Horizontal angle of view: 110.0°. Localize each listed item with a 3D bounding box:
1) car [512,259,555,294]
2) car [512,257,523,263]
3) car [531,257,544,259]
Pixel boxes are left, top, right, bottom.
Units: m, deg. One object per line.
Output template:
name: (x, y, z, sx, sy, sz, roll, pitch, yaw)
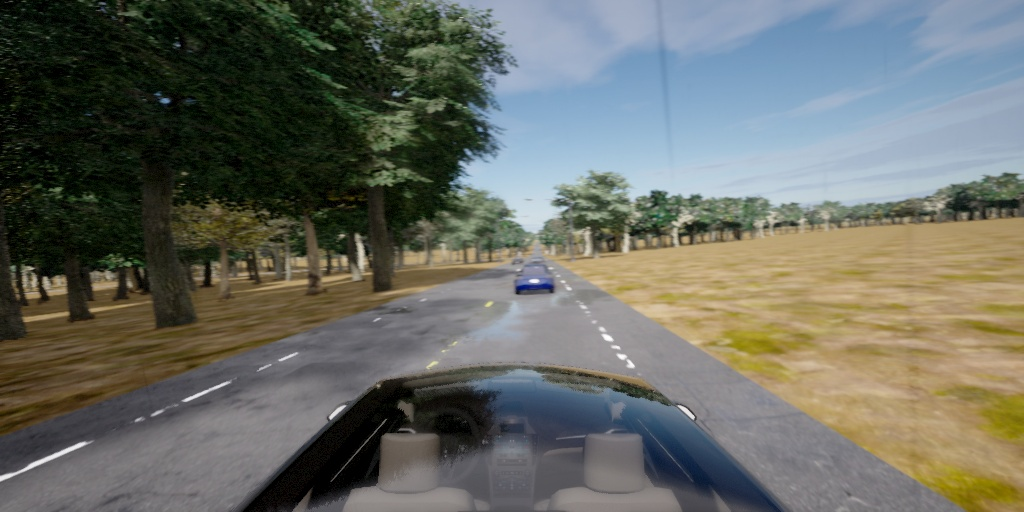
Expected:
car: (1.200, 1.086, 18.597, 1.994, 1.385, 4.181, -3, 1, 5)
car: (1.057, 0.841, 63.383, 1.994, 1.385, 4.181, -3, 0, 4)
car: (2.616, 0.838, 36.852, 1.812, 1.442, 4.674, -3, 0, 5)
